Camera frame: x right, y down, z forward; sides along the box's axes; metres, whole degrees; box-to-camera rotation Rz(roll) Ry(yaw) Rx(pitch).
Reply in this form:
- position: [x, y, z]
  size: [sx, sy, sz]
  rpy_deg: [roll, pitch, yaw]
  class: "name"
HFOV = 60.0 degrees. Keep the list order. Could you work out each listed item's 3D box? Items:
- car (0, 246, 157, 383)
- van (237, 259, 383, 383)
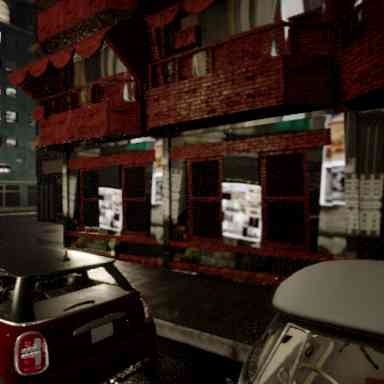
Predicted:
- position: [-2.490, 1.465, 4.511]
  size: [4.097, 1.590, 1.967]
  rpy_deg: [0, -1, 36]
  class: "car"
- position: [2.023, 1.336, 1.291]
  size: [3.998, 1.788, 1.690]
  rpy_deg: [0, -1, 36]
  class: "van"
